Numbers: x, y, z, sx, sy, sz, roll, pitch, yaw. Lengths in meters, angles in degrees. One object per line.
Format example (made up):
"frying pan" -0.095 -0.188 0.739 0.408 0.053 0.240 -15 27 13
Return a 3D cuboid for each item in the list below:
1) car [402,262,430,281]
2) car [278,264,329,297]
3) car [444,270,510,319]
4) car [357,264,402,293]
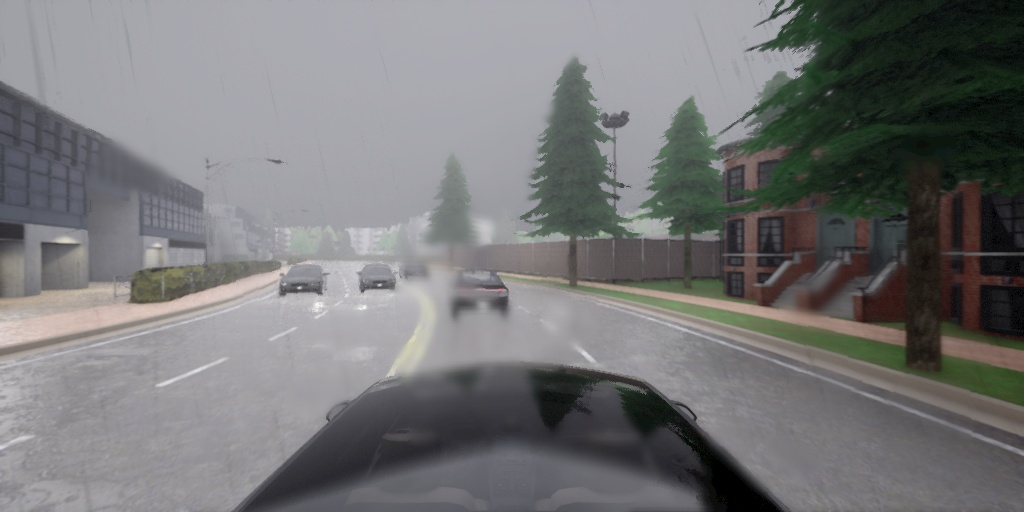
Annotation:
"car" -8.250 1.210 30.201 2.128 1.511 4.902 0 0 -26
"car" -10.730 1.212 18.708 1.837 1.490 4.892 1 0 -24
"car" -1.324 1.237 12.864 2.128 1.511 4.902 0 0 -12
"car" -7.732 1.225 20.580 1.837 1.490 4.892 0 0 -24
